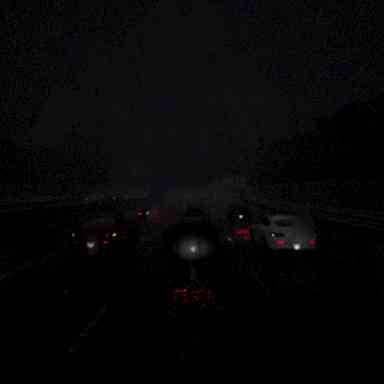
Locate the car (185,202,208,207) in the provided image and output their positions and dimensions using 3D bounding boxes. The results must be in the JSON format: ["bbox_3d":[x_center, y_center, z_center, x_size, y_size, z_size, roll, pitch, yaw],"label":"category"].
[{"bbox_3d":[0.371,1.579,28.794,1.882,1.535,5.008,0,0,2],"label":"car"}]

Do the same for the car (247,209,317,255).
[{"bbox_3d":[3.596,1.614,13.561,1.812,1.442,4.674,0,0,1],"label":"car"}]

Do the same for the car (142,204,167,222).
[{"bbox_3d":[-3.189,1.650,27.142,2.033,1.411,5.357,0,0,2],"label":"car"}]

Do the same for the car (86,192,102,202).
[{"bbox_3d":[-19.189,0.958,66.150,2.150,2.045,5.566,0,1,3],"label":"car"}]

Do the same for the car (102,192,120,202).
[{"bbox_3d":[-15.690,1.093,66.074,2.097,1.767,4.553,0,1,3],"label":"car"}]

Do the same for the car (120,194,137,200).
[{"bbox_3d":[-12.195,1.218,65.963,1.882,1.535,5.008,0,1,3],"label":"car"}]

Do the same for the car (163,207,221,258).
[{"bbox_3d":[0.088,1.594,13.191,1.837,1.490,4.892,0,0,1],"label":"car"}]

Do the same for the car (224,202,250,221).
[{"bbox_3d":[3.845,1.612,27.985,1.837,1.490,4.892,0,1,2],"label":"car"}]

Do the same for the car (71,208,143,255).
[{"bbox_3d":[-3.403,1.612,13.618,1.812,1.442,4.674,0,0,1],"label":"car"}]
